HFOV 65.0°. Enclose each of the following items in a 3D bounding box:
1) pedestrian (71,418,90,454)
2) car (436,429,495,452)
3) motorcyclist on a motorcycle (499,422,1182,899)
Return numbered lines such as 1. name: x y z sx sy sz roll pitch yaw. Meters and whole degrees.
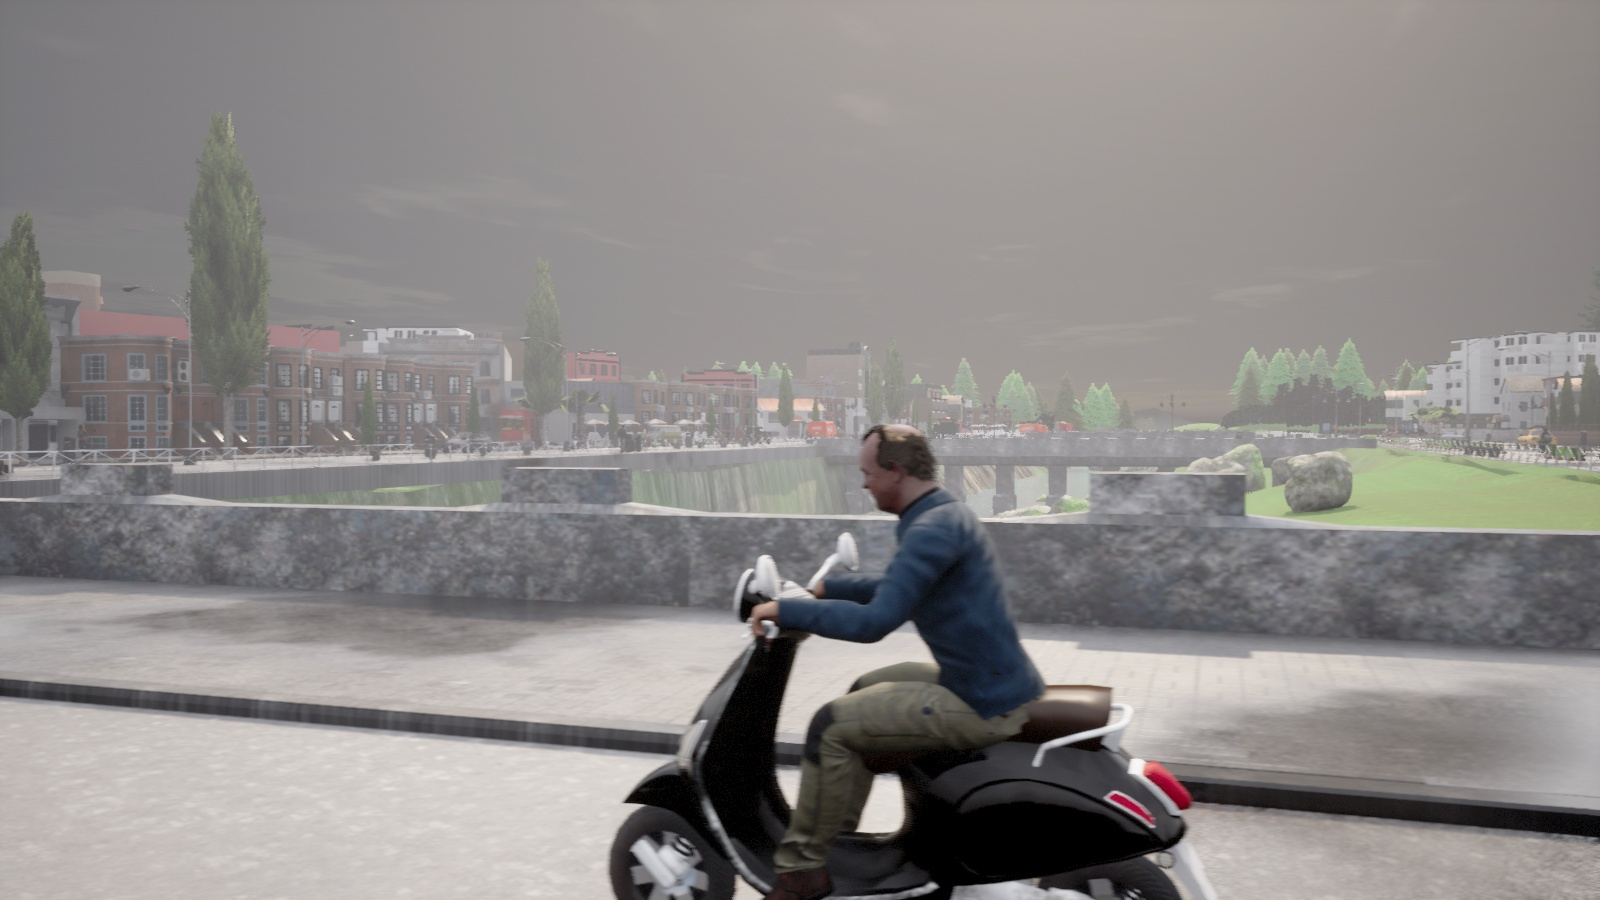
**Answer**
1. pedestrian: -36.150 -0.695 63.116 0.328 1.805 0.869 1 1 14
2. car: -22.419 -0.669 84.300 1.816 1.474 4.193 1 1 19
3. motorcyclist on a motorcycle: 0.147 0.719 3.674 1.817 1.590 0.866 1 1 18
